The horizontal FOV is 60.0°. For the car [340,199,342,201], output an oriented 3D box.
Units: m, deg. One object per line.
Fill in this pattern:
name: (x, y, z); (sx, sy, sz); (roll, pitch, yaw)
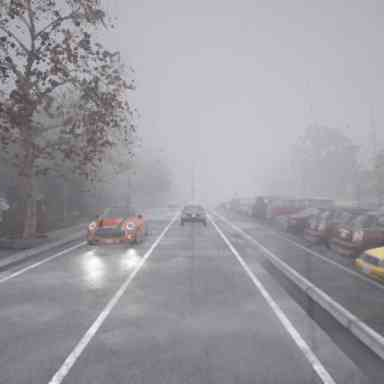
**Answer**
car: (20.185, 1.786, 38.277); (4.892, 1.521, 2.231); (0, -1, 0)

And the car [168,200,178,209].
car: (-3.221, 2.219, 58.209); (1.812, 1.442, 4.674); (0, -1, 1)

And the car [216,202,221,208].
car: (7.115, 1.789, 52.372); (5.566, 2.045, 2.435); (0, -1, 0)

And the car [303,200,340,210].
car: (20.217, 2.037, 52.127); (4.892, 1.521, 2.231); (0, -1, 0)

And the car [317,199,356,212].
car: (20.179, 1.810, 46.590); (4.553, 1.767, 2.185); (0, -1, 0)

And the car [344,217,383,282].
car: (6.854, 1.515, 7.973); (5.366, 1.575, 1.946); (0, 0, 0)

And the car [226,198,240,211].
car: (7.123, 1.839, 41.264); (5.008, 1.535, 2.097); (0, -1, 0)

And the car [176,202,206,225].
car: (0.114, 1.678, 24.865); (2.033, 1.411, 5.357); (0, -1, 0)

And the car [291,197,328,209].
car: (20.264, 1.893, 57.667); (5.566, 2.045, 2.435); (0, -1, 0)

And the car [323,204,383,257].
car: (7.015, 1.399, 10.749); (4.553, 1.767, 2.185); (0, 0, 0)

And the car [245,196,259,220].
car: (7.107, 1.301, 24.630); (5.566, 2.045, 2.435); (0, 0, 0)

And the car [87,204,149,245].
car: (-3.339, 1.408, 15.676); (2.097, 1.767, 4.553); (0, 0, 0)

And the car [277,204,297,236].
car: (7.053, 1.535, 16.301); (5.008, 1.535, 2.097); (0, 0, 0)

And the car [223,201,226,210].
car: (7.133, 1.980, 46.815); (4.674, 1.452, 2.002); (0, -1, 0)

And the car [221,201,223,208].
car: (7.167, 2.020, 49.591); (4.792, 1.488, 2.163); (0, -1, 0)

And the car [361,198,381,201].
car: (19.993, 1.681, 32.737); (5.366, 1.575, 1.946); (0, -1, 0)

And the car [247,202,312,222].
car: (7.114, 1.617, 27.379); (4.792, 1.488, 2.163); (0, -1, 0)

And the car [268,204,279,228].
car: (7.068, 1.581, 19.077); (4.674, 1.452, 2.002); (0, 0, 0)

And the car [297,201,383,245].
car: (7.021, 1.404, 13.525); (4.553, 1.767, 2.185); (0, 0, 0)

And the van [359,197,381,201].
van: (20.301, 1.509, 35.511); (4.442, 1.987, 1.878); (0, -1, 0)

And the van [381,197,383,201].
van: (20.054, 1.408, 29.973); (4.442, 1.987, 1.878); (0, -1, 0)

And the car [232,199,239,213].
car: (7.075, 1.768, 35.714); (4.792, 1.488, 2.163); (0, -1, 0)

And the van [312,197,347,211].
van: (20.333, 1.760, 49.360); (4.442, 1.987, 1.878); (0, -1, 0)

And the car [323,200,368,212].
car: (20.199, 1.887, 43.942); (5.008, 1.535, 2.097); (0, -1, 0)

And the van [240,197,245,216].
van: (6.975, 1.412, 30.166); (4.442, 1.987, 1.878); (0, -1, 0)

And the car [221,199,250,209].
car: (7.182, 1.968, 55.141); (4.553, 1.767, 2.185); (0, -1, 0)

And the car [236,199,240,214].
car: (7.101, 1.728, 32.937); (4.674, 1.452, 2.002); (0, -1, 0)

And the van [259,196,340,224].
van: (6.955, 1.321, 21.854); (4.442, 1.987, 1.878); (0, 0, 0)
